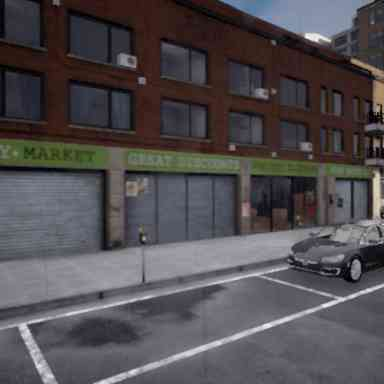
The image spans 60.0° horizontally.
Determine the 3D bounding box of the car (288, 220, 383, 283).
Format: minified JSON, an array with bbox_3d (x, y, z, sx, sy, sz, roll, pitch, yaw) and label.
[{"bbox_3d":[4.564,1.506,9.441,4.403,1.369,2.008,0,0,-35],"label":"car"}]
